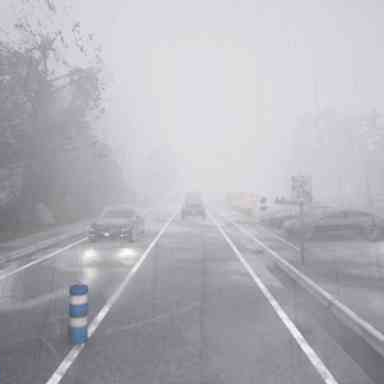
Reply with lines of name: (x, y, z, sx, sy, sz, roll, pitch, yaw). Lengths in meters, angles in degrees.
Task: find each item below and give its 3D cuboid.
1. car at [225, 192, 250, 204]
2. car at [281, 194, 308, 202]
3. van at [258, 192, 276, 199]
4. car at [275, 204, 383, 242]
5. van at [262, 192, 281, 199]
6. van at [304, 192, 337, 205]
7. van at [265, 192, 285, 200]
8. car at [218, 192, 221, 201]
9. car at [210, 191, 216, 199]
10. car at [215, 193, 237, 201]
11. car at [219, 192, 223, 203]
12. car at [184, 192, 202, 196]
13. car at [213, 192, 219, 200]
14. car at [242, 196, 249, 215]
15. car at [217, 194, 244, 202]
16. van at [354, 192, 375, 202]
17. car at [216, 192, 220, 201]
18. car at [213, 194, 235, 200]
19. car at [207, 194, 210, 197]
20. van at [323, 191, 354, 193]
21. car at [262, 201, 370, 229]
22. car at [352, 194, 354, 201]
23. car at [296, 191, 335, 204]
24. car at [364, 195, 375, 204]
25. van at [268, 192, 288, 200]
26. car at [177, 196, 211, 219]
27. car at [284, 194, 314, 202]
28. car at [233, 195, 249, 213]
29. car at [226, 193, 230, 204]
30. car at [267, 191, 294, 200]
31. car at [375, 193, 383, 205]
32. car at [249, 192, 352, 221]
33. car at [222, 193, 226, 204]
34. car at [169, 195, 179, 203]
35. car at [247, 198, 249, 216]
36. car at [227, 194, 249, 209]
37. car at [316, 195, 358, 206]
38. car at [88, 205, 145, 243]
car: (7.076, 1.091, 43.778, 4.553, 1.767, 2.185, 0, 0, 0)
car: (20.318, 1.193, 65.888, 4.674, 1.452, 2.002, 0, 0, 0)
van: (20.412, 0.937, 90.679, 4.442, 1.987, 1.878, 0, -1, 1)
car: (6.776, 1.518, 16.028, 4.792, 1.488, 2.163, 0, 1, 0)
van: (20.366, 0.879, 85.288, 4.442, 1.987, 1.878, 0, 0, 0)
van: (20.078, 0.962, 51.913, 4.442, 1.987, 1.878, 0, 0, 1)
van: (20.574, 0.886, 82.383, 4.442, 1.987, 1.878, 0, 0, 1)
car: (7.111, 1.216, 54.881, 4.792, 1.488, 2.163, 0, 0, 0)
car: (7.074, 1.150, 68.762, 5.366, 1.575, 1.946, 0, 0, 0)
car: (7.252, 1.020, 71.537, 4.553, 1.767, 2.185, 0, 0, 0)
car: (7.087, 1.223, 52.105, 4.792, 1.488, 2.163, 0, 0, 0)
car: (0.178, 0.960, 44.069, 2.150, 2.045, 5.566, 0, 0, 0)
car: (7.002, 1.170, 60.434, 5.366, 1.575, 1.946, 0, 0, 0)
car: (6.907, 1.366, 27.131, 4.892, 1.521, 2.231, 0, 1, 0)
car: (7.218, 1.167, 63.208, 4.892, 1.521, 2.231, 0, 0, 0)
van: (20.169, 1.041, 35.422, 4.442, 1.987, 1.878, 0, 1, 0)
car: (7.135, 1.210, 57.657, 4.792, 1.488, 2.163, 0, 0, 0)
car: (7.326, 1.132, 77.089, 5.008, 1.535, 2.097, 0, 0, 0)
car: (7.431, 0.860, 85.416, 5.566, 2.045, 2.435, 0, 0, 0)
van: (20.015, 0.985, 43.587, 4.442, 1.987, 1.878, 0, 0, 0)
car: (6.834, 1.458, 18.803, 5.008, 1.535, 2.097, 0, 1, 0)
car: (20.105, 1.271, 38.196, 4.792, 1.488, 2.163, 0, 1, 1)
car: (20.190, 0.929, 54.682, 5.566, 2.045, 2.435, 0, 0, 0)
car: (19.999, 1.326, 32.532, 4.792, 1.488, 2.163, 0, 1, 0)
van: (20.551, 0.893, 79.738, 4.442, 1.987, 1.878, 0, 0, 0)
car: (0.122, 1.320, 26.874, 2.128, 1.511, 4.902, 0, 0, 0)
car: (20.285, 1.160, 62.994, 5.008, 1.535, 2.097, 0, 0, 1)
car: (6.739, 1.331, 29.908, 5.366, 1.575, 1.946, 0, 1, 0)
car: (7.014, 1.231, 40.999, 4.892, 1.521, 2.231, 0, 1, 0)
car: (20.382, 0.874, 76.968, 5.566, 2.045, 2.435, 0, 0, 0)
car: (20.032, 1.076, 29.759, 5.566, 2.045, 2.435, 0, 1, 0)
car: (6.881, 1.175, 21.576, 5.566, 2.045, 2.435, 0, 1, 0)
car: (7.098, 1.237, 46.551, 4.792, 1.488, 2.163, 0, 0, 1)
car: (-3.103, 1.220, 61.480, 2.033, 1.411, 5.357, 0, 0, 1)
car: (7.062, 1.393, 24.353, 5.366, 1.575, 1.946, 0, 1, 0)
car: (6.788, 1.270, 35.581, 5.366, 1.575, 1.946, 0, 1, 0)
car: (20.152, 1.201, 46.373, 5.008, 1.535, 2.097, 0, 0, 1)
car: (-3.335, 1.404, 15.457, 1.837, 1.490, 4.892, 0, 0, 0)
